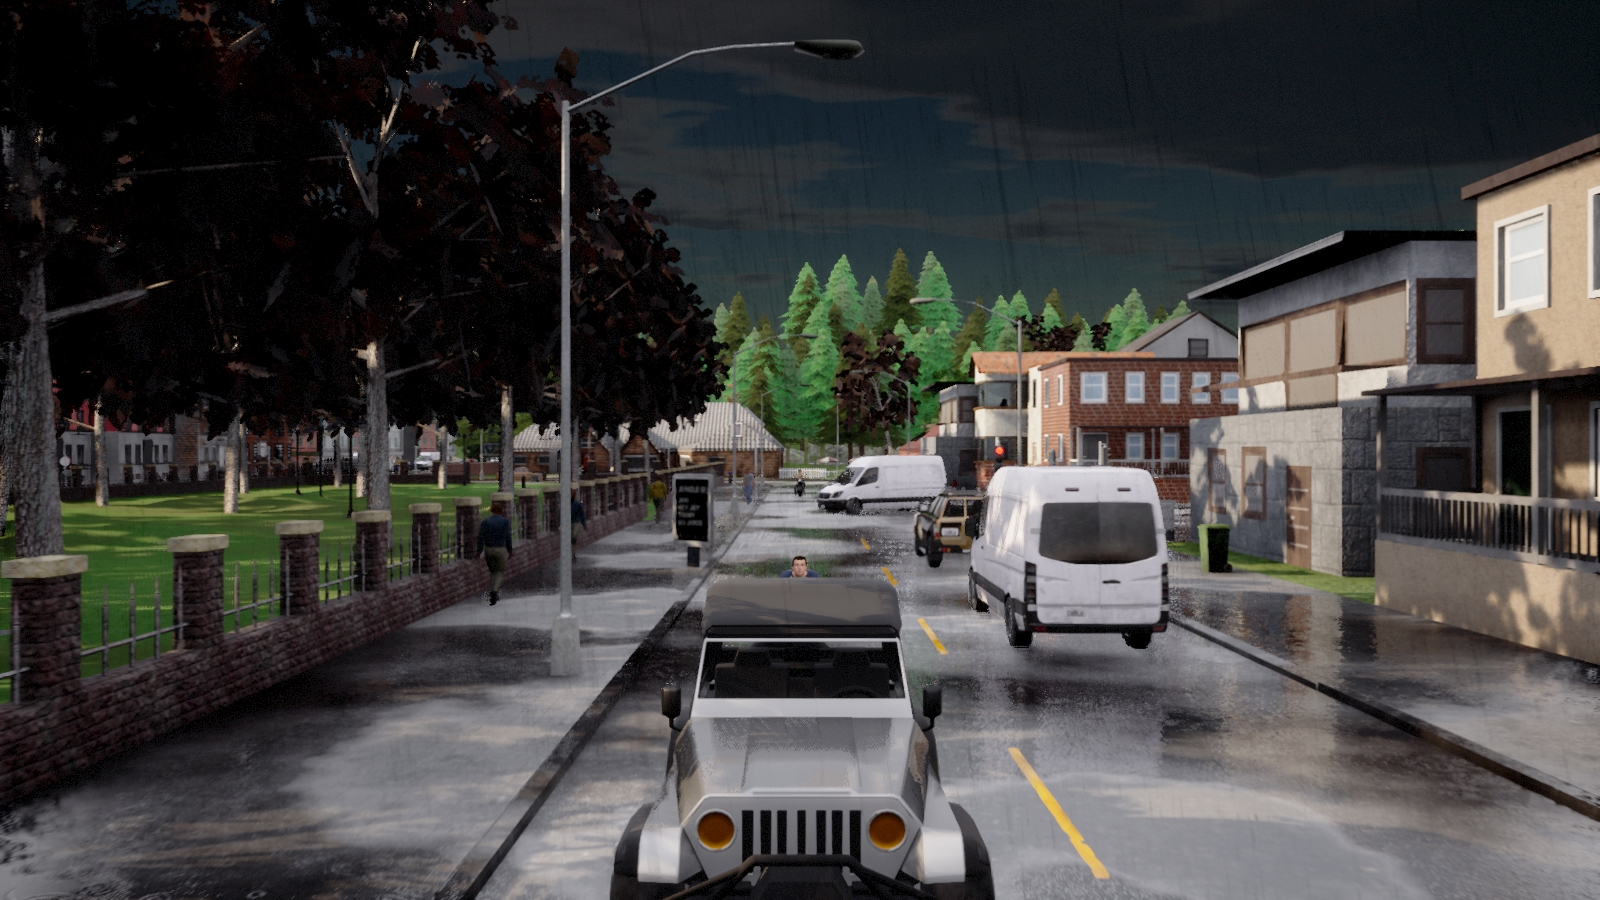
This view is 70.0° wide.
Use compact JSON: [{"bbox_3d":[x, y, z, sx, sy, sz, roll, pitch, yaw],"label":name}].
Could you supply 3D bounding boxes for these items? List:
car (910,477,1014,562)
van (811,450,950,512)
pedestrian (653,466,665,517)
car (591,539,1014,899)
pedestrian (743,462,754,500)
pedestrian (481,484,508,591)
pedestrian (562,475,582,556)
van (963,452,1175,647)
[{"bbox_3d":[3.943,1.644,28.490,1.932,1.855,4.605,0,0,0],"label":"car"},{"bbox_3d":[3.553,1.315,50.041,5.915,2.561,1.988,0,-1,-28],"label":"van"},{"bbox_3d":[-5.174,1.525,41.839,0.375,1.860,0.375,0,0,2],"label":"pedestrian"},{"bbox_3d":[0.015,1.637,7.085,1.905,1.878,3.866,0,0,0],"label":"car"},{"bbox_3d":[-2.524,1.525,56.056,0.375,1.860,0.375,0,0,29],"label":"pedestrian"},{"bbox_3d":[-5.368,1.525,20.073,0.375,1.860,0.375,0,0,0],"label":"pedestrian"},{"bbox_3d":[-5.312,1.525,26.619,0.375,1.860,0.375,0,0,2],"label":"pedestrian"},{"bbox_3d":[3.970,1.315,18.044,1.988,2.561,5.915,0,0,0],"label":"van"}]
